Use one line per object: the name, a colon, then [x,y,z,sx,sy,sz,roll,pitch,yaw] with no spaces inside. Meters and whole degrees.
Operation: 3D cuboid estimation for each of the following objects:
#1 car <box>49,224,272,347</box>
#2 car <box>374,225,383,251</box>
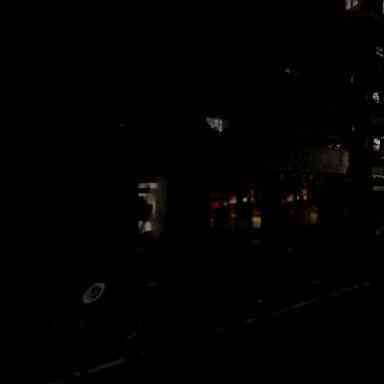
car: [-0.453,1.442,6.249,4.097,1.590,1.967,0,-1,-35]
car: [8.792,1.449,12.842,4.097,1.590,1.967,0,-1,-35]
